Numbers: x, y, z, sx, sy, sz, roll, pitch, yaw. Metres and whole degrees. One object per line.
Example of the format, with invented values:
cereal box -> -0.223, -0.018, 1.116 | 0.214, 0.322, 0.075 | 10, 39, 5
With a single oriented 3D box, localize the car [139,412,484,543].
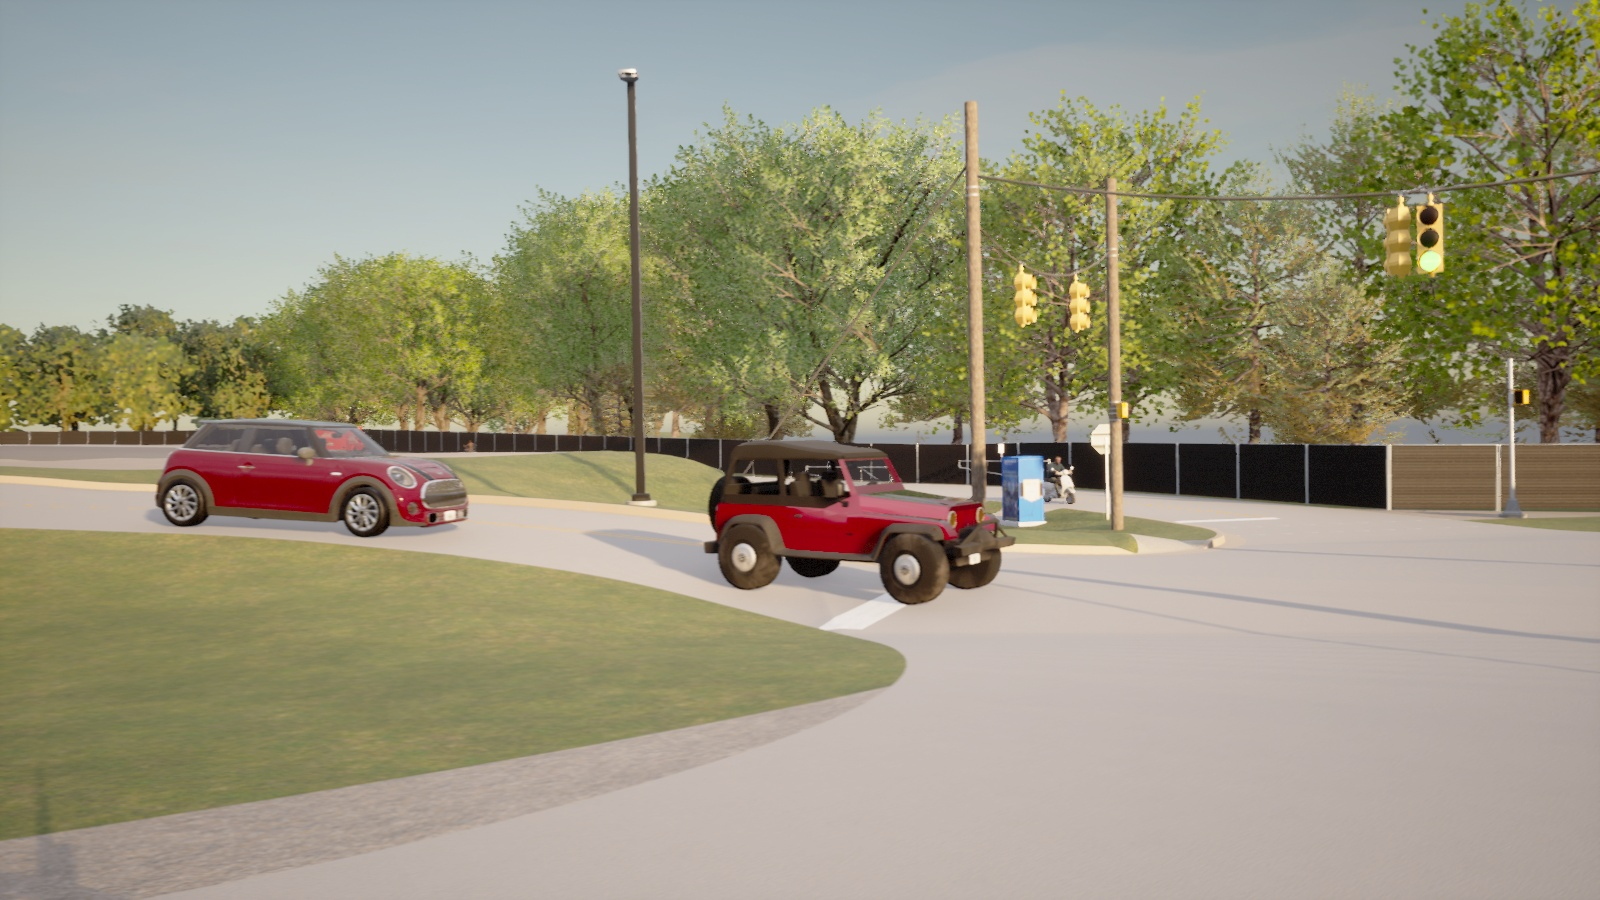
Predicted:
car -> -7.512, 0.364, 19.489 | 4.553, 1.767, 2.097 | 2, 1, 12

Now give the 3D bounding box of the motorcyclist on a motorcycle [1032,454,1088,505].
motorcyclist on a motorcycle -> 8.566, 0.955, 41.438 | 0.866, 1.590, 1.817 | -2, 1, -23

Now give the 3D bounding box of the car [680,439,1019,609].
car -> 0.605, 0.822, 15.989 | 3.866, 1.878, 1.905 | 1, 2, 32
